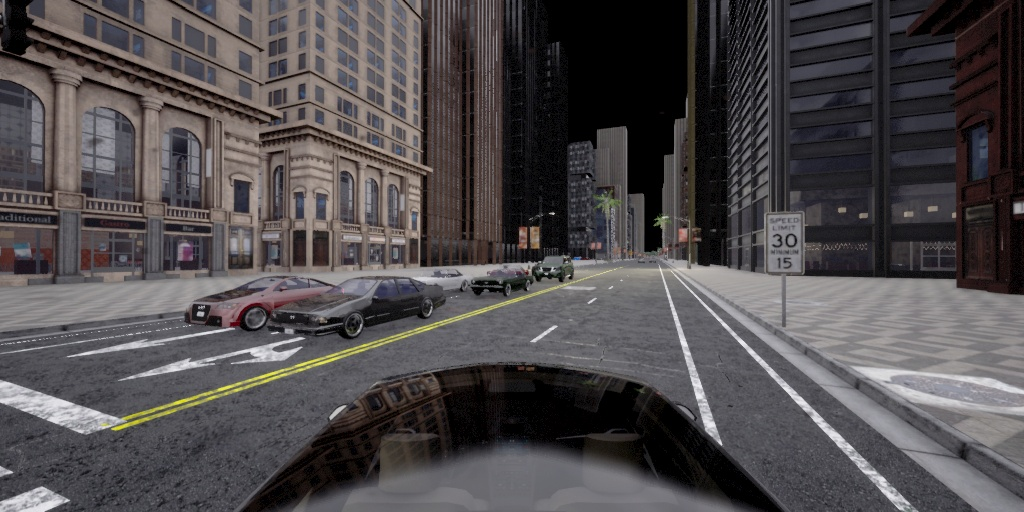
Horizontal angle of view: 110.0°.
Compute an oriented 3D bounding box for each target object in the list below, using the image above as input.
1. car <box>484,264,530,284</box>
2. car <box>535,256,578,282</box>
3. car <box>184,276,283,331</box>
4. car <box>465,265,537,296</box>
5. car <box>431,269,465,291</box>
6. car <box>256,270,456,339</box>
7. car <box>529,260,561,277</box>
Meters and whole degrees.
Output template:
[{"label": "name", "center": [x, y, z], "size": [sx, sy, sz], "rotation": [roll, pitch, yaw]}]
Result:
[{"label": "car", "center": [-0.278, 1.364, 28.449], "size": [1.895, 1.301, 4.718], "rotation": [0, 0, 22]}, {"label": "car", "center": [3.582, 0.987, 29.322], "size": [2.150, 2.045, 5.566], "rotation": [0, 0, 22]}, {"label": "car", "center": [-7.274, 1.316, 11.083], "size": [1.994, 1.385, 4.181], "rotation": [0, 0, 22]}, {"label": "car", "center": [-0.420, 1.358, 19.402], "size": [1.895, 1.301, 4.718], "rotation": [0, 0, 22]}, {"label": "car", "center": [-4.003, 1.357, 19.211], "size": [1.895, 1.301, 4.718], "rotation": [0, 0, 22]}, {"label": "car", "center": [-4.006, 1.299, 10.509], "size": [2.033, 1.411, 5.357], "rotation": [0, 0, 22]}, {"label": "car", "center": [3.573, 1.251, 37.901], "size": [1.882, 1.535, 5.008], "rotation": [0, 0, 22]}]
